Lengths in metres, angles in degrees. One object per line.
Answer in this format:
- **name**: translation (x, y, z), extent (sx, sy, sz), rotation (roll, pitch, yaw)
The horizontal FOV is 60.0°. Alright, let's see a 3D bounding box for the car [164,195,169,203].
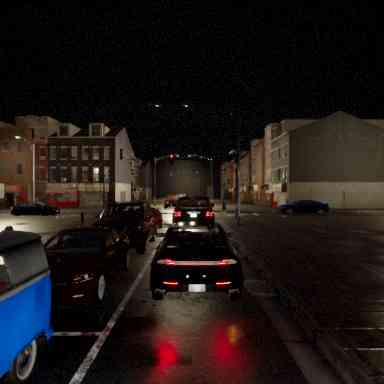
- **car**: translation (-2.689, 1.334, 45.419), extent (2.192, 1.841, 5.009), rotation (0, 0, 0)

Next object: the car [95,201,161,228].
- **car**: translation (-2.657, 1.315, 13.576), extent (2.192, 1.841, 5.009), rotation (0, 0, 0)

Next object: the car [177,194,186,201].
- **car**: translation (-2.732, 1.401, 88.835), extent (2.192, 1.841, 5.009), rotation (0, 0, 0)

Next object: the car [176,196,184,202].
- **car**: translation (-2.719, 1.590, 77.811), extent (1.752, 1.417, 4.829), rotation (0, 0, 0)

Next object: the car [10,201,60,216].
- **car**: translation (-14.483, 1.572, 30.866), extent (4.181, 1.385, 1.994), rotation (0, 0, 0)

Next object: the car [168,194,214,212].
- **car**: translation (0.082, 1.223, 18.530), extent (2.150, 2.045, 5.566), rotation (0, 0, 0)

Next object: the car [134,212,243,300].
- **car**: translation (0.090, 1.491, 8.337), extent (2.128, 1.511, 4.902), rotation (0, 0, 0)

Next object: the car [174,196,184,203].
- **car**: translation (-2.714, 1.606, 72.553), extent (2.008, 1.369, 4.403), rotation (0, 0, 0)

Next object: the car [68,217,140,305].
- **car**: translation (-2.651, 1.544, 8.142), extent (1.887, 1.381, 4.507), rotation (0, 0, 0)

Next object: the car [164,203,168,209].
- **car**: translation (-2.661, 1.547, 19.009), extent (1.887, 1.381, 4.507), rotation (0, 0, 0)

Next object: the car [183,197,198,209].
- **car**: translation (-0.122, 1.497, 45.998), extent (1.882, 1.535, 5.008), rotation (0, 0, 1)

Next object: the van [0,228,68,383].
- **van**: translation (-2.646, 1.341, 2.708), extent (1.690, 1.788, 3.998), rotation (0, 0, 0)

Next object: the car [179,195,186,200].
- **car**: translation (-2.736, 1.538, 94.261), extent (1.967, 1.590, 4.097), rotation (0, 0, 0)

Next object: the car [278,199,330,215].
- **car**: translation (11.311, 1.493, 33.798), extent (5.008, 1.535, 1.882), rotation (0, 0, 0)

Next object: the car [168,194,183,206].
- **car**: translation (-2.700, 1.345, 56.273), extent (2.192, 1.841, 5.009), rotation (0, 0, 0)
